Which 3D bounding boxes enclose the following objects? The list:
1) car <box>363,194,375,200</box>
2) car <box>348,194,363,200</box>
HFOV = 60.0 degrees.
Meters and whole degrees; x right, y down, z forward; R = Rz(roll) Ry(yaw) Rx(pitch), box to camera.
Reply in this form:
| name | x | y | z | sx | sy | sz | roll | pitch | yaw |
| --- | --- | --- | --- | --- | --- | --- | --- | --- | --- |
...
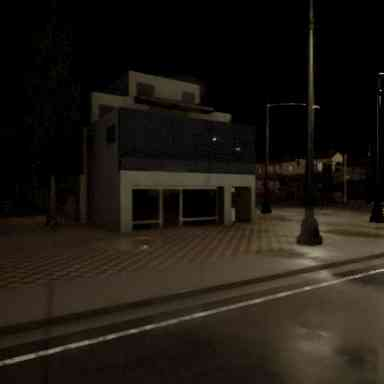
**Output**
| name | x | y | z | sx | sy | sz | roll | pitch | yaw |
| --- | --- | --- | --- | --- | --- | --- | --- | --- | --- |
| car | 43.730 | 1.138 | 82.342 | 2.033 | 1.411 | 5.357 | 0 | 0 | 11 |
| car | 40.300 | 1.122 | 83.039 | 2.128 | 1.511 | 4.902 | 0 | 0 | 11 |
